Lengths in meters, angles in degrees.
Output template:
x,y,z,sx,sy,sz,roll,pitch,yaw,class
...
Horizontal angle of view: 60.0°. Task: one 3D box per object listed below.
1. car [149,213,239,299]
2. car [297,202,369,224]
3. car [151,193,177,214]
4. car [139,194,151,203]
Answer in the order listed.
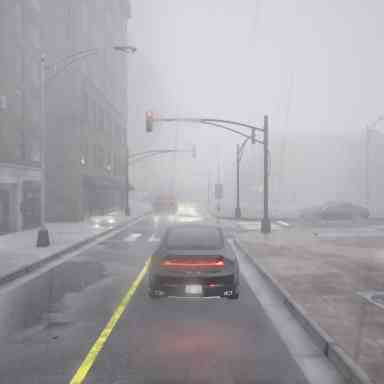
x,y,z,sx,sy,sz,roll,pitch,yaw,class
0.060,1.505,8.409,1.837,1.490,4.892,0,0,1,car
10.013,1.450,23.730,4.902,1.511,2.128,0,0,-2,car
-2.827,1.232,36.506,2.150,2.045,5.566,0,0,1,car
-8.388,1.294,70.081,5.566,2.045,2.150,0,0,9,car
